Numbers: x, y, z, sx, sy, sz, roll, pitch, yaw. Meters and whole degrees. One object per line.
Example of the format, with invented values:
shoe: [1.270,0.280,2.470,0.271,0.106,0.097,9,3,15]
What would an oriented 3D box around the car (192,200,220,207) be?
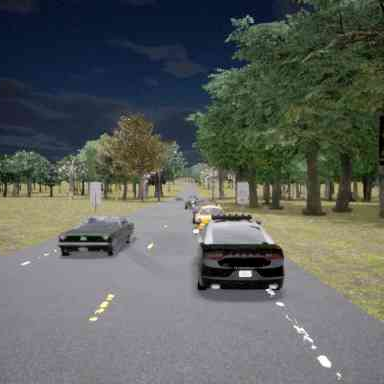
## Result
car: [1.083,1.460,19.275,1.801,1.575,5.366,0,0,0]

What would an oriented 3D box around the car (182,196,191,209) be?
car: [0.109,1.416,46.029,2.097,1.767,4.553,0,0,1]

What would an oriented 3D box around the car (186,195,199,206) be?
car: [0.104,1.480,58.606,2.097,1.767,4.553,0,0,0]

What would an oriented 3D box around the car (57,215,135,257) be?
car: [-3.577,1.602,13.188,1.895,1.301,4.718,0,0,0]

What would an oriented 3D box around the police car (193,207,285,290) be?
police car: [1.064,1.424,9.192,1.930,1.638,5.238,0,0,0]

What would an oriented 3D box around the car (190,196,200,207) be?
car: [1.091,1.361,25.061,2.097,1.767,4.553,0,0,0]

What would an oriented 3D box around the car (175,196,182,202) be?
car: [-3.346,1.824,87.435,1.994,1.385,4.181,0,0,0]
